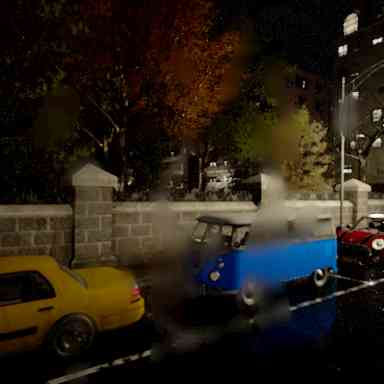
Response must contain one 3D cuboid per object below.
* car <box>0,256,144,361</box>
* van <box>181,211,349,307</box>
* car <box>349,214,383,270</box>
[{"bbox_3d":[-3.034,1.525,4.386,4.829,1.417,1.752,0,1,-35],"label":"car"},{"bbox_3d":[1.676,1.367,7.743,3.998,1.788,1.690,0,1,-35],"label":"van"},{"bbox_3d":[6.244,1.490,11.004,4.097,1.590,1.967,0,1,-35],"label":"car"}]
